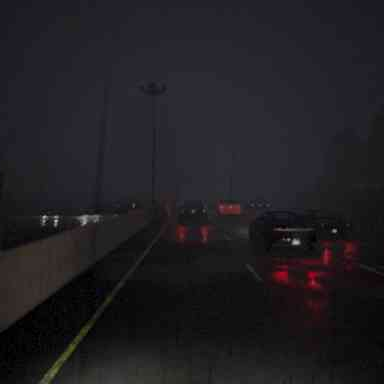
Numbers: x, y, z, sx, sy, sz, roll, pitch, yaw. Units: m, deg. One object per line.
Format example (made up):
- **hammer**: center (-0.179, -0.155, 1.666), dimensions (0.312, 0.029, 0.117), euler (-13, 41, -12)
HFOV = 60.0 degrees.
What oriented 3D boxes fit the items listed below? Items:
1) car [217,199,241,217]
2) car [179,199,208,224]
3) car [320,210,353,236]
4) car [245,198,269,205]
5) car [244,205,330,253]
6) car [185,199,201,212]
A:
- **car**: center (3.595, 1.452, 33.008), dimensions (2.097, 1.767, 4.553), euler (0, 0, 0)
- **car**: center (0.097, 1.431, 25.797), dimensions (2.097, 1.767, 4.553), euler (0, 0, 0)
- **car**: center (7.099, 1.657, 18.763), dimensions (1.895, 1.301, 4.718), euler (0, 0, 0)
- **car**: center (7.097, 1.462, 36.682), dimensions (2.097, 1.767, 4.553), euler (0, 0, 0)
- **car**: center (3.599, 1.534, 13.911), dimensions (2.128, 1.511, 4.902), euler (0, 0, 0)
- **car**: center (0.098, 1.624, 41.013), dimensions (1.837, 1.490, 4.892), euler (0, -1, 0)
